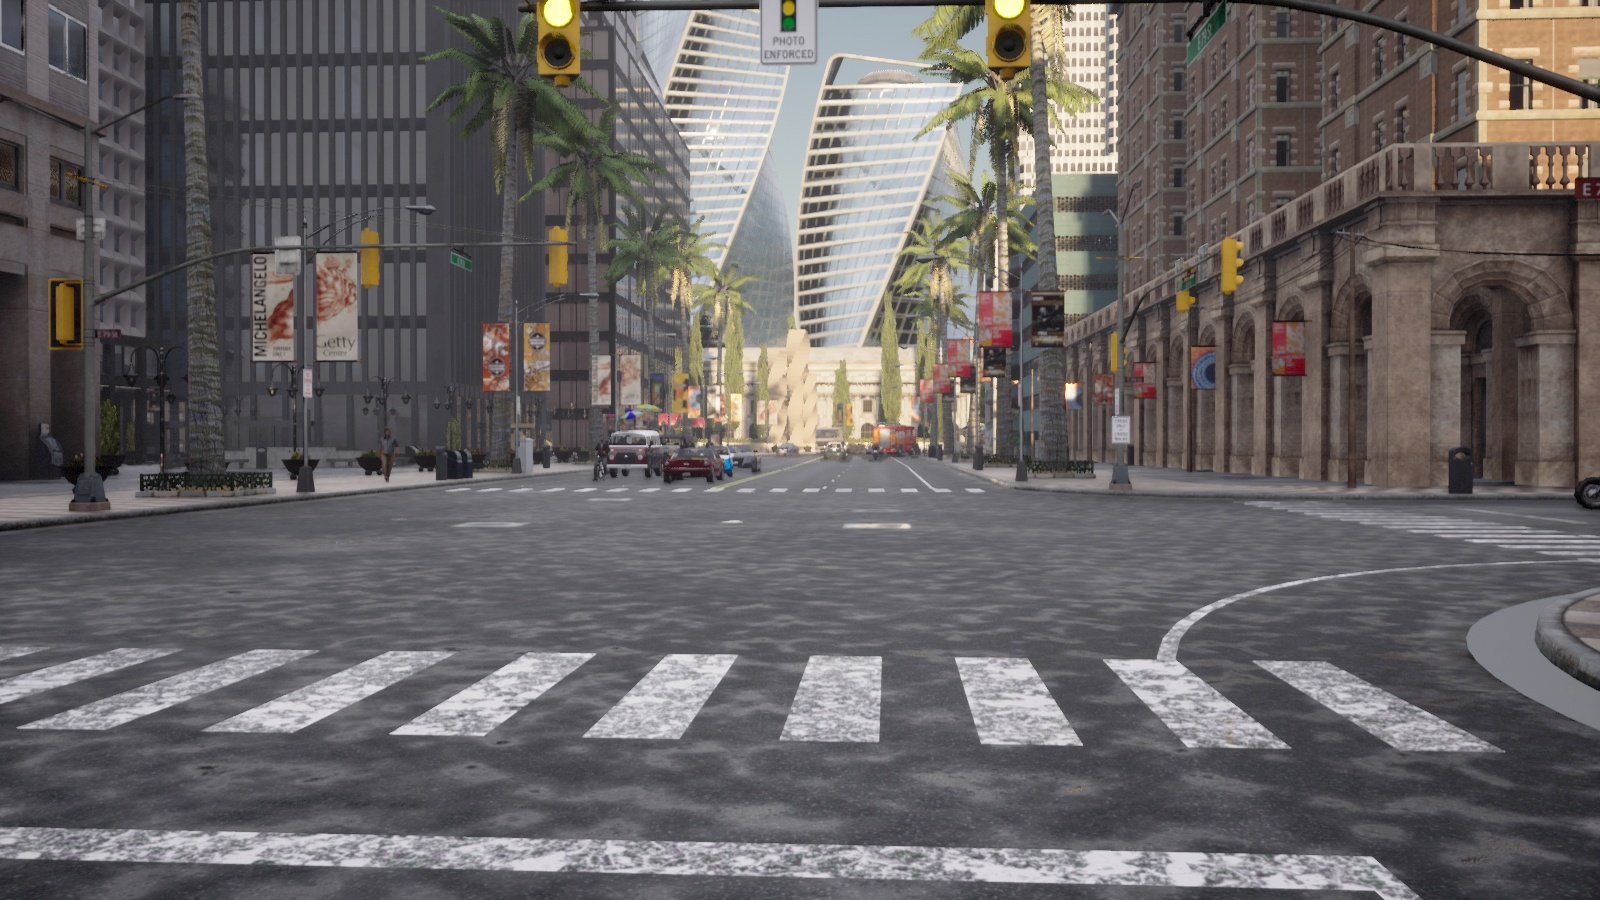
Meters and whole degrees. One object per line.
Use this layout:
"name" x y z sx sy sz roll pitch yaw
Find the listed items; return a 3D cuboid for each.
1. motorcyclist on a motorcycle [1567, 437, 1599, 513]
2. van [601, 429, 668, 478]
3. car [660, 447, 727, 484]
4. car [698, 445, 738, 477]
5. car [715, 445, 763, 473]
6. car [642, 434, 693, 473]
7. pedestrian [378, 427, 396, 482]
"motorcyclist on a motorcycle" 18.289 0.549 27.621 2.350 1.649 0.766 0 0 3
"van" -7.118 0.144 54.544 2.069 2.038 4.480 0 0 4
"car" -4.025 0.561 48.115 1.895 1.301 4.718 0 0 3
"car" -3.574 0.475 55.148 1.481 1.376 2.207 0 0 4
"car" -3.054 0.435 63.474 1.994 1.385 4.181 0 0 3
"car" -6.588 0.168 62.927 1.905 1.878 3.866 0 0 4
"pedestrian" -13.805 0.146 41.997 0.540 1.848 0.694 0 0 -20
